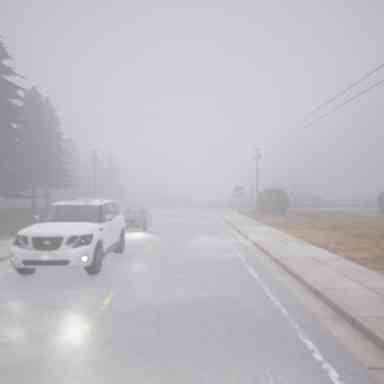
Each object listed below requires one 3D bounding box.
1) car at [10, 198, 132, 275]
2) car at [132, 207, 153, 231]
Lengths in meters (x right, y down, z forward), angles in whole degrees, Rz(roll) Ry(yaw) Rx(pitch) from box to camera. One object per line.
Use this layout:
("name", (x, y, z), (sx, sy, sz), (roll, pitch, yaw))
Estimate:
("car", (-3.634, 1.257, 10.947), (2.150, 2.045, 5.566), (0, 0, 0))
("car", (-3.655, 1.628, 21.063), (1.994, 1.385, 4.181), (0, 0, 0))
